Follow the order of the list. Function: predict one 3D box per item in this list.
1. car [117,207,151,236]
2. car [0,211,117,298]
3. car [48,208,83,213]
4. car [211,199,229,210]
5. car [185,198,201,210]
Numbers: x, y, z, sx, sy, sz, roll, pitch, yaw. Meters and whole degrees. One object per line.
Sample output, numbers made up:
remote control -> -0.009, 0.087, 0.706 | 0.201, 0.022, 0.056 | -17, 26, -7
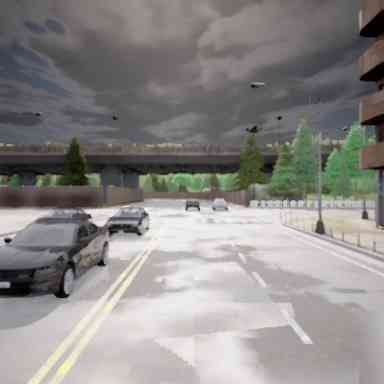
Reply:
car -> -3.500, 1.599, 19.055 | 2.033, 1.411, 5.357 | 0, 0, 0
car -> -3.581, 1.502, 8.822 | 1.882, 1.535, 5.008 | 0, 0, 0
car -> -7.005, 1.598, 18.376 | 2.033, 1.411, 5.357 | 0, 0, 0
car -> 3.598, 1.601, 43.924 | 1.812, 1.442, 4.674 | 0, 0, 0
car -> 0.096, 1.591, 44.387 | 1.837, 1.490, 4.892 | 0, 0, 0
